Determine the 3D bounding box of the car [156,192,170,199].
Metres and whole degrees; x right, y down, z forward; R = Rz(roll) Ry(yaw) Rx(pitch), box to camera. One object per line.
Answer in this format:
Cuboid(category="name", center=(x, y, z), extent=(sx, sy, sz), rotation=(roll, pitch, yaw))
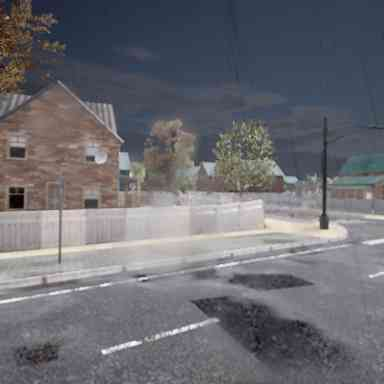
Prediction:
Cuboid(category="car", center=(-5.543, 0.649, 62.250), extent=(1.812, 1.442, 4.674), rotation=(1, 0, -20))
